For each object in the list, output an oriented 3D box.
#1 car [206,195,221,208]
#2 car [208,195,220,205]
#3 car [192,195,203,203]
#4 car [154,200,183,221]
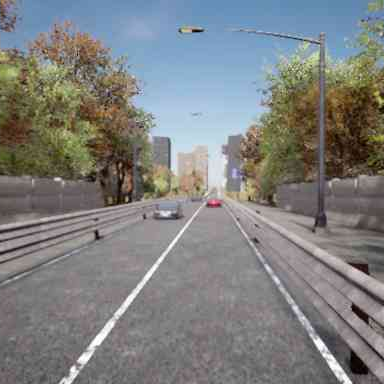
[{"bbox_3d":[2.884,1.299,43.970,1.994,1.385,4.181,0,0,4],"label":"car"},{"bbox_3d":[3.557,1.230,53.909,1.882,1.535,5.008,0,0,4],"label":"car"},{"bbox_3d":[1.083,1.366,65.702,1.994,1.385,4.181,0,0,4],"label":"car"},{"bbox_3d":[-1.718,1.318,25.521,1.812,1.442,4.674,0,0,4],"label":"car"}]
